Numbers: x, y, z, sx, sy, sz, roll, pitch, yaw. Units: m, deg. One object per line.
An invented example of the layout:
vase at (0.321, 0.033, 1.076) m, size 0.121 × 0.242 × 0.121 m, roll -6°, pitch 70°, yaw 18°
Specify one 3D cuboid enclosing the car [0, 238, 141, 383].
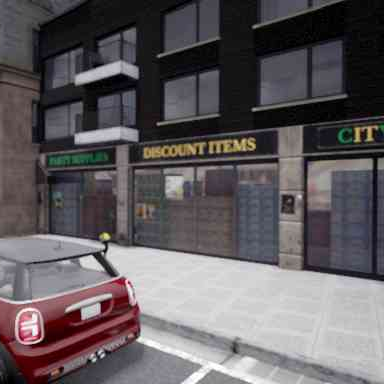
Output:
car at (-2.771, 1.425, 5.045) m, size 4.097 × 1.590 × 1.967 m, roll 0°, pitch 0°, yaw 35°
